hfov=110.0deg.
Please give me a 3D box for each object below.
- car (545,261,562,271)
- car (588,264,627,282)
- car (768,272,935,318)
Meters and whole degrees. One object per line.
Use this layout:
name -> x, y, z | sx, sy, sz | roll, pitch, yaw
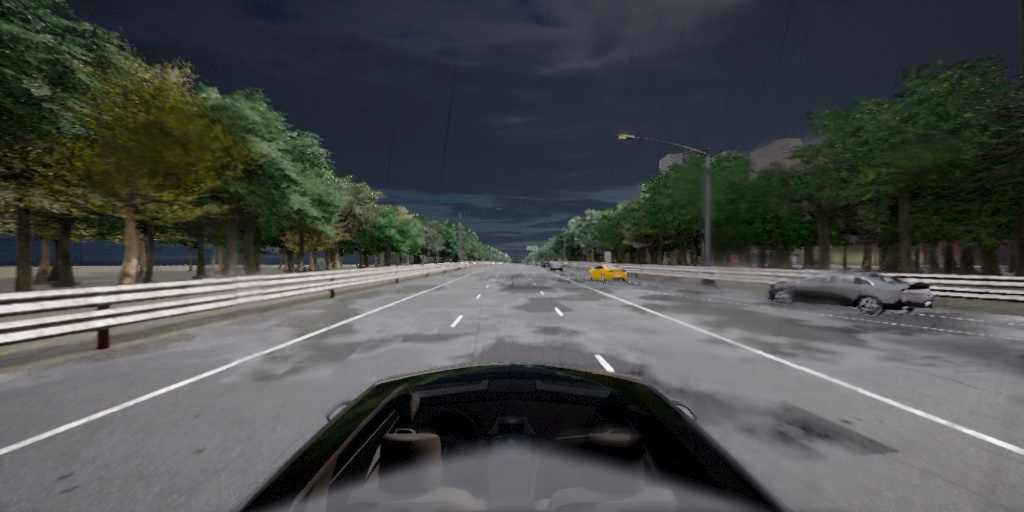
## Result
car -> 6.988, 1.723, 58.161 | 1.994, 1.385, 4.181 | 0, 0, 1
car -> 8.314, 1.459, 31.614 | 1.882, 1.535, 5.008 | 0, 0, -9
car -> 12.676, 1.365, 13.898 | 2.128, 1.511, 4.902 | 0, 0, -18
